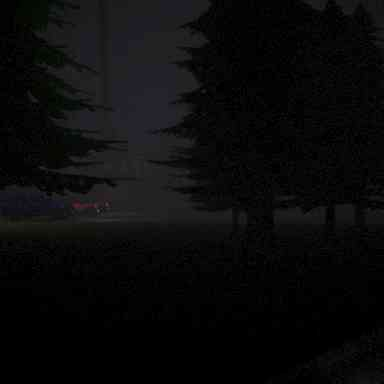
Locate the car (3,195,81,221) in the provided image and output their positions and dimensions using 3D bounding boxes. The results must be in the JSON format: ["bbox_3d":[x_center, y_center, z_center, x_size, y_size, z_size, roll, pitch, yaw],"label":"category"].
[{"bbox_3d":[-12.344,1.256,27.016,5.566,2.045,2.150,0,0,3],"label":"car"}]

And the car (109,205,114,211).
[{"bbox_3d":[-11.207,1.418,37.469,4.553,1.767,2.097,0,0,3],"label":"car"}]

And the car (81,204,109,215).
[{"bbox_3d":[-11.356,1.407,33.972,4.553,1.767,2.097,0,0,3],"label":"car"}]
